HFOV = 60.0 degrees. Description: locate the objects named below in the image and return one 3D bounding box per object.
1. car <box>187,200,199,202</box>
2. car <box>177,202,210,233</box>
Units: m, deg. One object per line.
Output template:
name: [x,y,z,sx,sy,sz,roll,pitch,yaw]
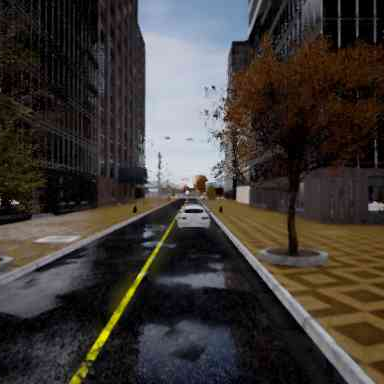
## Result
car: [0.102,1.620,37.988,1.895,1.301,4.718,0,0,0]
car: [0.101,1.534,19.811,1.812,1.442,4.674,0,0,0]
